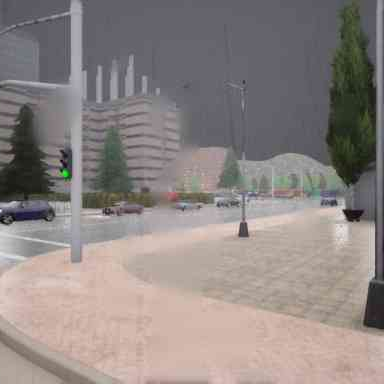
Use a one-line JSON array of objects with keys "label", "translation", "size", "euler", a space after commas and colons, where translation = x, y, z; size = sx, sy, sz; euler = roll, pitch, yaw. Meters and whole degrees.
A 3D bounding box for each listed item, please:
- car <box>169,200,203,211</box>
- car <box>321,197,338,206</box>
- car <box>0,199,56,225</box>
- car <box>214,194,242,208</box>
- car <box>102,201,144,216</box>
[{"label": "car", "translation": [-0.692, 1.601, 40.633], "size": [1.895, 1.301, 4.718], "euler": [0, 0, 36]}, {"label": "car", "translation": [22.243, 1.526, 54.001], "size": [1.812, 1.442, 4.674], "euler": [0, 0, 36]}, {"label": "car", "translation": [-12.505, 1.352, 24.388], "size": [2.097, 1.767, 4.553], "euler": [0, 0, 36]}, {"label": "car", "translation": [5.455, 1.505, 49.024], "size": [1.837, 1.490, 4.892], "euler": [0, 0, 37]}, {"label": "car", "translation": [-6.662, 1.564, 32.439], "size": [1.994, 1.385, 4.181], "euler": [0, 0, 36]}]
